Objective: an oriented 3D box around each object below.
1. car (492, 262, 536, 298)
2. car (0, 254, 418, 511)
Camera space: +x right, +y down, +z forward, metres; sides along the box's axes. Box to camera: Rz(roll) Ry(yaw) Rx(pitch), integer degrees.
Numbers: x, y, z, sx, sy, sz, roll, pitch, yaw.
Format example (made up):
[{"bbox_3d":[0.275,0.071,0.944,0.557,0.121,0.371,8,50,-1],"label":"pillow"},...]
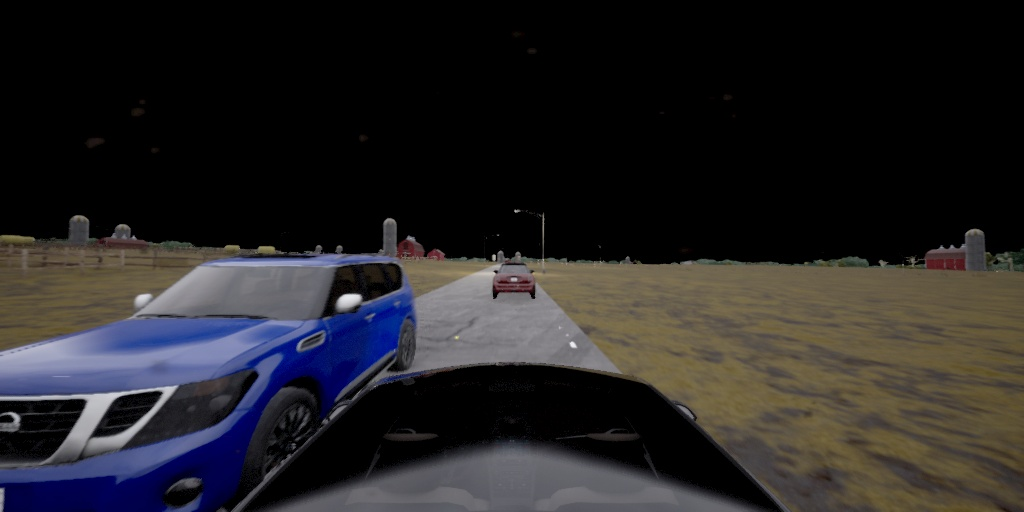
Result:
[{"bbox_3d":[0.095,1.133,18.865,2.097,1.767,4.553,0,0,0],"label":"car"},{"bbox_3d":[-2.850,0.977,4.672,2.150,2.045,5.566,0,0,0],"label":"car"}]
